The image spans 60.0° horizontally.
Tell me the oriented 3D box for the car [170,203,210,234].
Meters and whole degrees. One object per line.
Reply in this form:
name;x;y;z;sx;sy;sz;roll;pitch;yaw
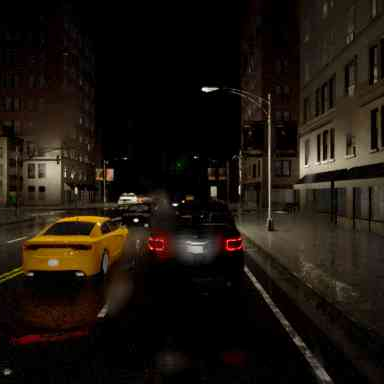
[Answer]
car;-0.096;1.492;20.151;2.128;1.511;4.902;0;0;0

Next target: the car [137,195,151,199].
car;-6.885;1.541;52.337;2.033;1.411;5.357;0;0;-1

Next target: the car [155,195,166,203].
car;-6.905;1.463;72.787;1.882;1.535;5.008;0;0;0

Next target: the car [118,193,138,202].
car;-10.144;1.215;52.738;2.150;2.045;5.566;0;0;-1

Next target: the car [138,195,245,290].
car;0.051;1.222;9.212;2.150;2.045;5.566;0;0;0

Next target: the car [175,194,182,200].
car;-3.760;1.347;91.436;1.837;1.490;4.892;0;0;0

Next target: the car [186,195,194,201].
car;-0.451;1.457;81.034;1.882;1.535;5.008;0;0;0

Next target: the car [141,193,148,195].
car;-10.155;1.342;62.299;2.097;1.767;4.553;0;0;0

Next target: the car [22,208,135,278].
car;-3.205;1.478;10.152;1.882;1.535;5.008;0;0;0

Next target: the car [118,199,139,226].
car;-3.267;1.477;21.806;1.882;1.535;5.008;0;0;0

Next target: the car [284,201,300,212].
car;12.569;1.600;37.742;4.181;1.385;1.994;0;0;0

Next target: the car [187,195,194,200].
car;-0.510;1.442;91.484;1.895;1.301;4.718;0;0;0
